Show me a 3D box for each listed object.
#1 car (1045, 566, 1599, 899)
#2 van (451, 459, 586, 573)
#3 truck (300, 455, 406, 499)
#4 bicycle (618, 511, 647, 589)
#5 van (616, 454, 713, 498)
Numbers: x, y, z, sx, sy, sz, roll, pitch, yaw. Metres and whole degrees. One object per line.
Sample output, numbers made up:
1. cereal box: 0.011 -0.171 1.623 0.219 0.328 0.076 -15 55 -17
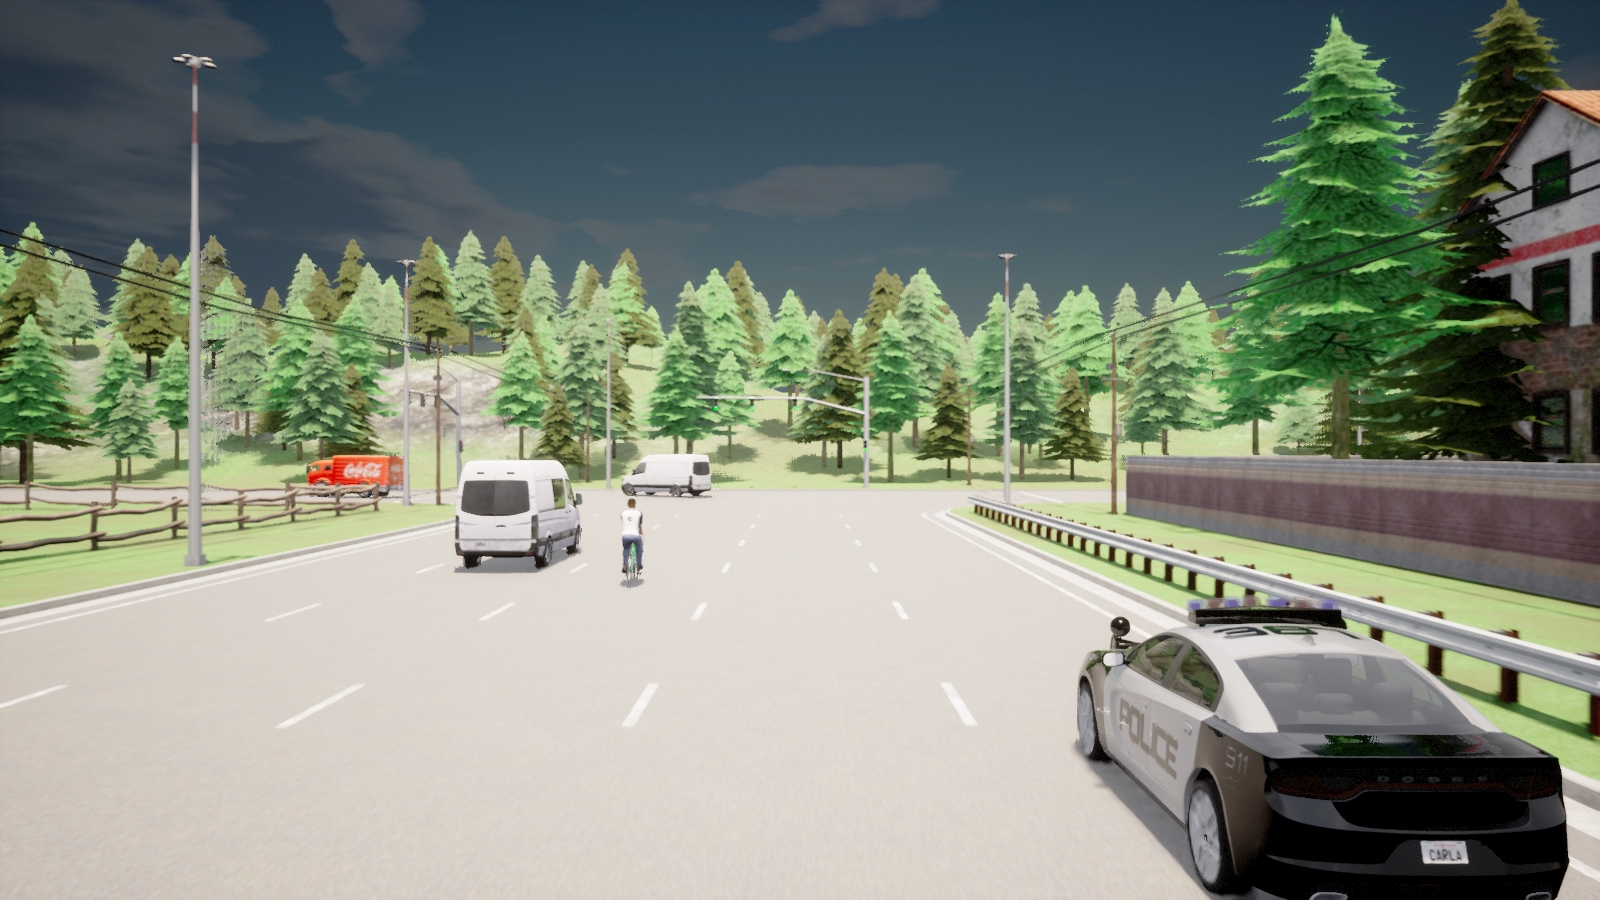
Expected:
1. car: 3.500 1.982 8.791 2.097 1.638 5.238 0 0 0
2. van: -6.994 1.534 29.093 1.988 2.561 5.915 0 0 0
3. truck: -26.332 1.570 67.468 5.204 2.467 2.627 0 0 6
4. bicycle: -3.500 2.056 23.917 0.373 1.496 1.643 0 0 0
5. van: -8.167 1.535 68.744 5.915 2.561 1.988 0 -1 34
